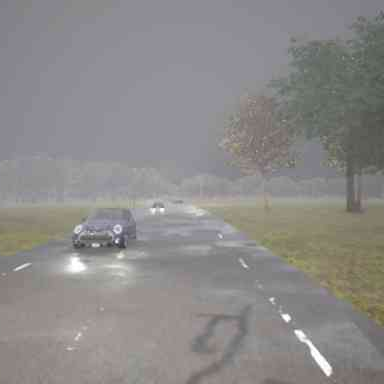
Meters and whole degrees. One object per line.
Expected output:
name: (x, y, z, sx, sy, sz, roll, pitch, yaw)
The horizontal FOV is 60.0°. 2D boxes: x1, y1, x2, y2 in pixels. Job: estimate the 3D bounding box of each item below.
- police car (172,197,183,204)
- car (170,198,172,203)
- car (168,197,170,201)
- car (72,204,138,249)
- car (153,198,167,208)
police car: (-3.116, 2.096, 79.293, 1.930, 1.638, 5.238, 0, -1, -6)
car: (-4.219, 2.241, 89.158, 1.882, 1.535, 5.008, 0, -1, -7)
car: (-4.949, 2.171, 95.104, 2.097, 1.767, 4.553, 0, 0, -7)
car: (-3.771, 1.483, 15.106, 2.097, 1.767, 4.553, 0, 0, -1)
car: (-5.664, 2.075, 56.443, 1.895, 1.301, 4.718, 0, 0, -4)
